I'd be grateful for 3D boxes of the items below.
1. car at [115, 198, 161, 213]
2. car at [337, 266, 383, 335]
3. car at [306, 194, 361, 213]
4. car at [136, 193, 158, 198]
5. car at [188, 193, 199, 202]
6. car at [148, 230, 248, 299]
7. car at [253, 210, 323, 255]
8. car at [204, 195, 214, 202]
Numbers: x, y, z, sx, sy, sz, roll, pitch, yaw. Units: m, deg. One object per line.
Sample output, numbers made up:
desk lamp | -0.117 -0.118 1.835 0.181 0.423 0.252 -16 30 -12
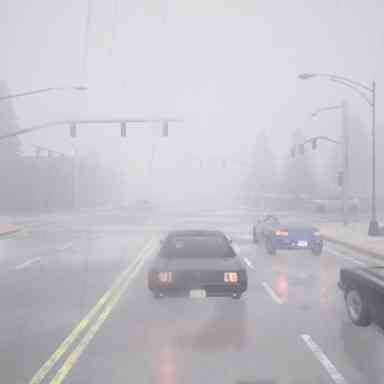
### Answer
car | -5.964 1.601 36.664 4.718 1.301 1.895 0 0 1
car | 3.614 1.601 4.071 1.895 1.301 4.718 0 0 0
car | 15.370 1.219 36.157 5.566 2.045 2.150 0 0 0
car | -6.860 1.221 49.014 2.150 2.045 5.566 0 0 1
car | 0.329 1.225 74.954 2.150 2.045 5.566 0 0 0
car | 0.099 1.601 8.383 1.895 1.301 4.718 0 0 0
car | 3.637 1.526 13.174 1.812 1.442 4.674 0 0 0
car | 3.833 1.355 75.059 2.097 1.767 4.553 0 0 0
